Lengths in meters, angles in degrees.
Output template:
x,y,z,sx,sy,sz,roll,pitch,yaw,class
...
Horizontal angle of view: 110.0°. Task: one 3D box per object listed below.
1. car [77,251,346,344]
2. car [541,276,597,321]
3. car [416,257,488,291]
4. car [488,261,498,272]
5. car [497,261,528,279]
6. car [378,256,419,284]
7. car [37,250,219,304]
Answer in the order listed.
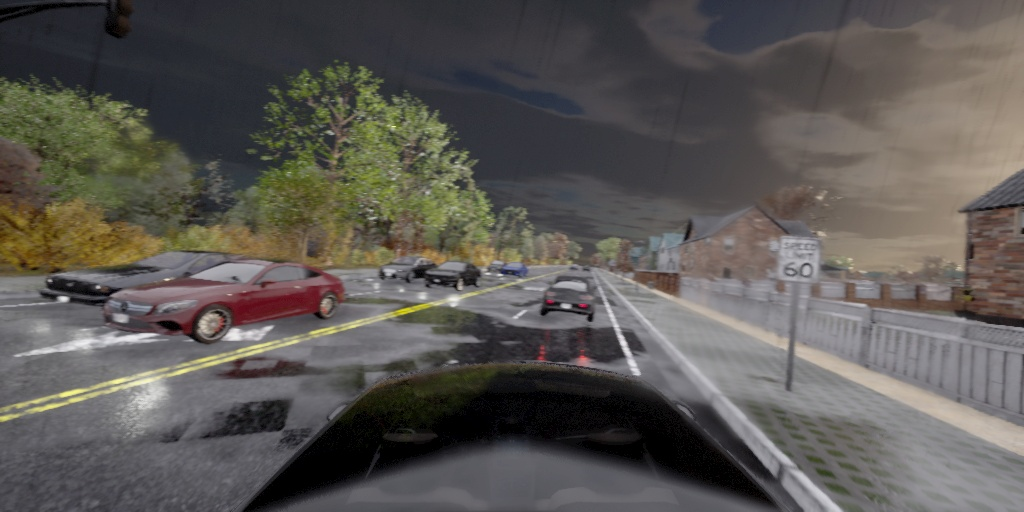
x,y,z,sx,sy,sz,roll,pitch,yaw,class
-5.710,0.781,7.978,1.812,1.442,4.674,5,0,12,car
2.247,1.494,13.789,1.812,1.442,4.674,5,0,12,car
-3.138,0.999,20.012,1.882,1.535,5.008,5,0,12,car
-1.558,1.271,42.401,1.812,1.442,4.674,5,0,12,car
0.371,1.366,36.179,1.882,1.535,5.008,5,-1,13,car
-6.099,0.757,21.653,2.128,1.511,4.902,5,0,12,car
-8.619,0.557,9.951,2.033,1.411,5.357,5,0,12,car
